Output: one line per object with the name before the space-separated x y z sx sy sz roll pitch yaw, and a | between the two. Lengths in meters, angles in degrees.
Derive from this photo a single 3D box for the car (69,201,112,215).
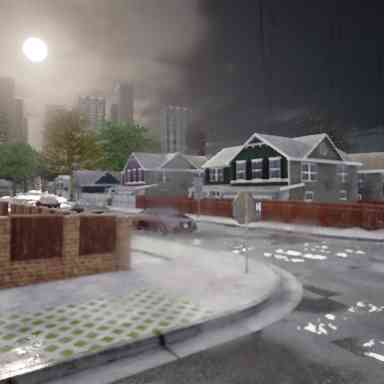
car | -8.144 1.423 26.423 2.033 1.411 5.357 -1 1 -38

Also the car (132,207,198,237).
car | -1.584 1.537 18.334 1.994 1.385 4.181 -1 1 -40

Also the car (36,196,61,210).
car | -16.211 1.223 37.469 1.882 1.535 5.008 -1 2 -35
